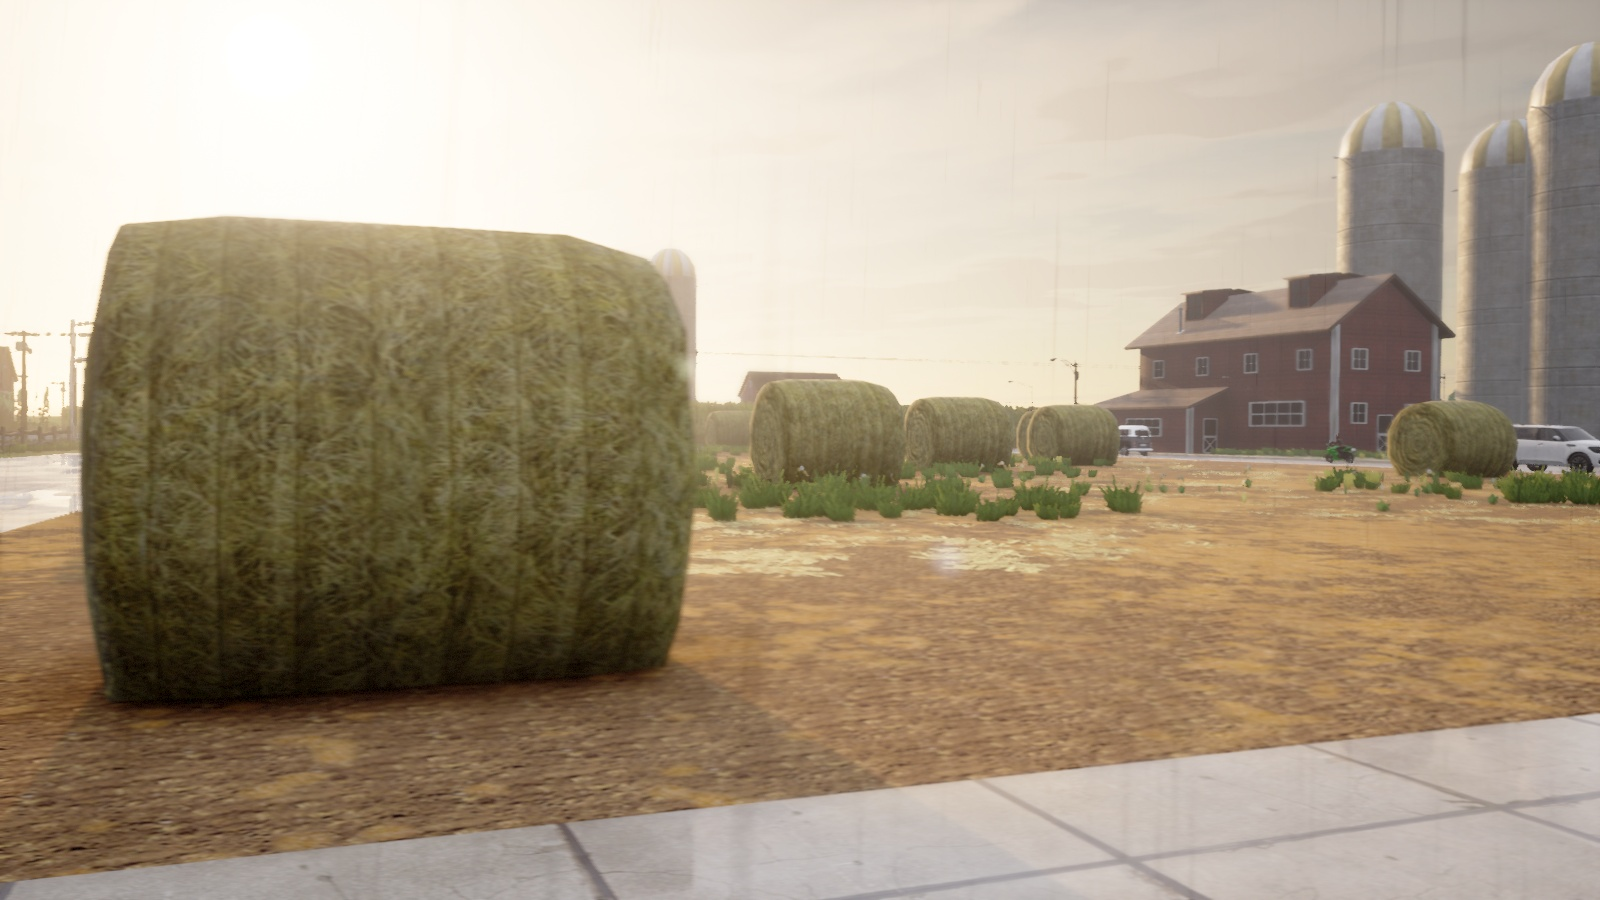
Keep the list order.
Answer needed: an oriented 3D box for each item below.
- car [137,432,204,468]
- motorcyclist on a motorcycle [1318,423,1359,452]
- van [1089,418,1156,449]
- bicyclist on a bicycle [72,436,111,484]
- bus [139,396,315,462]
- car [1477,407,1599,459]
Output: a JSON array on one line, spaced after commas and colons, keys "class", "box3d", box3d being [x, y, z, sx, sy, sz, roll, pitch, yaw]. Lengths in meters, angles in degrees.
[{"class": "car", "box3d": [-30.174, -0.036, 60.335, 2.152, 1.651, 5.027, -1, 1, -19]}, {"class": "motorcyclist on a motorcycle", "box3d": [28.835, -0.653, 67.251, 0.797, 1.523, 2.044, -1, 1, -23]}, {"class": "van", "box3d": [21.656, -1.095, 84.518, 2.069, 2.038, 4.480, -1, 1, -23]}, {"class": "bicyclist on a bicycle", "box3d": [-24.357, 0.320, 43.179, 0.866, 1.612, 1.509, -1, 1, -18]}, {"class": "bus", "box3d": [-39.634, -1.462, 87.185, 10.273, 4.253, 3.944, -2, 0, -43]}, {"class": "car", "box3d": [31.319, -0.718, 52.123, 2.150, 2.045, 5.566, -1, 1, -23]}]
